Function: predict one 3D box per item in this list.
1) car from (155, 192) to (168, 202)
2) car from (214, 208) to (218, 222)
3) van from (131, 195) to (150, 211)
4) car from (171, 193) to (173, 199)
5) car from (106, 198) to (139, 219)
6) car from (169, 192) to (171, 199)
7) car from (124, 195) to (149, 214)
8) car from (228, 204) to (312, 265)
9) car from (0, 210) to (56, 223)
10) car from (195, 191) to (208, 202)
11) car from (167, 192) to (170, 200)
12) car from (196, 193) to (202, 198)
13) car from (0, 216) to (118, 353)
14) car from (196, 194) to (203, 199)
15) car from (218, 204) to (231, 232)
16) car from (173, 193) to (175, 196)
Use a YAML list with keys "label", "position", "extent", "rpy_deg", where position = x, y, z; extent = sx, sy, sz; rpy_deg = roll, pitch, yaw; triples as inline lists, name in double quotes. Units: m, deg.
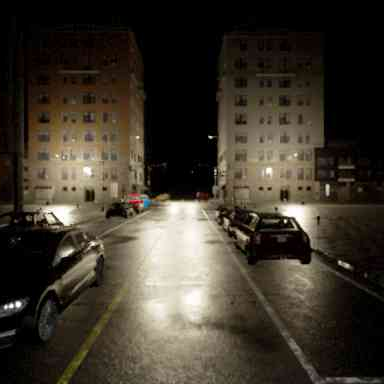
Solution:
- label: "car"
  position: [-6.338, 1.269, 66.569]
  extent: [1.752, 1.417, 4.829]
  rpy_deg: [0, 0, 0]
- label: "car"
  position: [2.509, 1.471, 22.841]
  extent: [1.887, 1.381, 4.507]
  rpy_deg: [0, 0, 0]
- label: "van"
  position: [-6.142, 1.228, 39.723]
  extent: [1.690, 1.788, 3.998]
  rpy_deg: [0, 0, 0]
- label: "car"
  position: [-6.462, 1.171, 83.533]
  extent: [1.752, 1.417, 4.829]
  rpy_deg: [0, 0, 0]
- label: "car"
  position: [-6.059, 1.490, 28.443]
  extent: [1.947, 1.339, 4.313]
  rpy_deg: [0, 0, 0]
- label: "car"
  position: [-6.421, 1.204, 77.878]
  extent: [1.752, 1.417, 4.829]
  rpy_deg: [0, 0, 0]
- label: "car"
  position: [-6.100, 1.222, 34.082]
  extent: [2.192, 1.841, 5.009]
  rpy_deg: [0, 0, 0]
- label: "car"
  position: [2.591, 1.401, 11.562]
  extent: [1.967, 1.590, 4.097]
  rpy_deg: [0, 0, 0]
- label: "car"
  position: [-5.935, 1.417, 11.524]
  extent: [1.967, 1.590, 4.097]
  rpy_deg: [0, 0, 0]
- label: "car"
  position: [2.187, 1.042, 66.773]
  extent: [2.192, 1.841, 5.009]
  rpy_deg: [0, 0, 0]
- label: "car"
  position: [-6.381, 1.276, 72.394]
  extent: [1.947, 1.339, 4.313]
  rpy_deg: [0, 0, 0]
- label: "car"
  position: [1.978, 1.085, 95.226]
  extent: [1.752, 1.417, 4.829]
  rpy_deg: [0, 0, 0]
- label: "car"
  position: [-3.042, 1.479, 6.412]
  extent: [2.128, 1.511, 4.902]
  rpy_deg: [0, 0, 0]
- label: "car"
  position: [2.020, 1.177, 89.400]
  extent: [1.802, 1.307, 4.206]
  rpy_deg: [0, 0, 0]
- label: "car"
  position: [2.550, 1.526, 17.202]
  extent: [1.802, 1.307, 4.206]
  rpy_deg: [0, 0, 0]
- label: "car"
  position: [-6.505, 0.926, 89.357]
  extent: [2.192, 1.841, 5.009]
  rpy_deg: [0, 0, 0]
